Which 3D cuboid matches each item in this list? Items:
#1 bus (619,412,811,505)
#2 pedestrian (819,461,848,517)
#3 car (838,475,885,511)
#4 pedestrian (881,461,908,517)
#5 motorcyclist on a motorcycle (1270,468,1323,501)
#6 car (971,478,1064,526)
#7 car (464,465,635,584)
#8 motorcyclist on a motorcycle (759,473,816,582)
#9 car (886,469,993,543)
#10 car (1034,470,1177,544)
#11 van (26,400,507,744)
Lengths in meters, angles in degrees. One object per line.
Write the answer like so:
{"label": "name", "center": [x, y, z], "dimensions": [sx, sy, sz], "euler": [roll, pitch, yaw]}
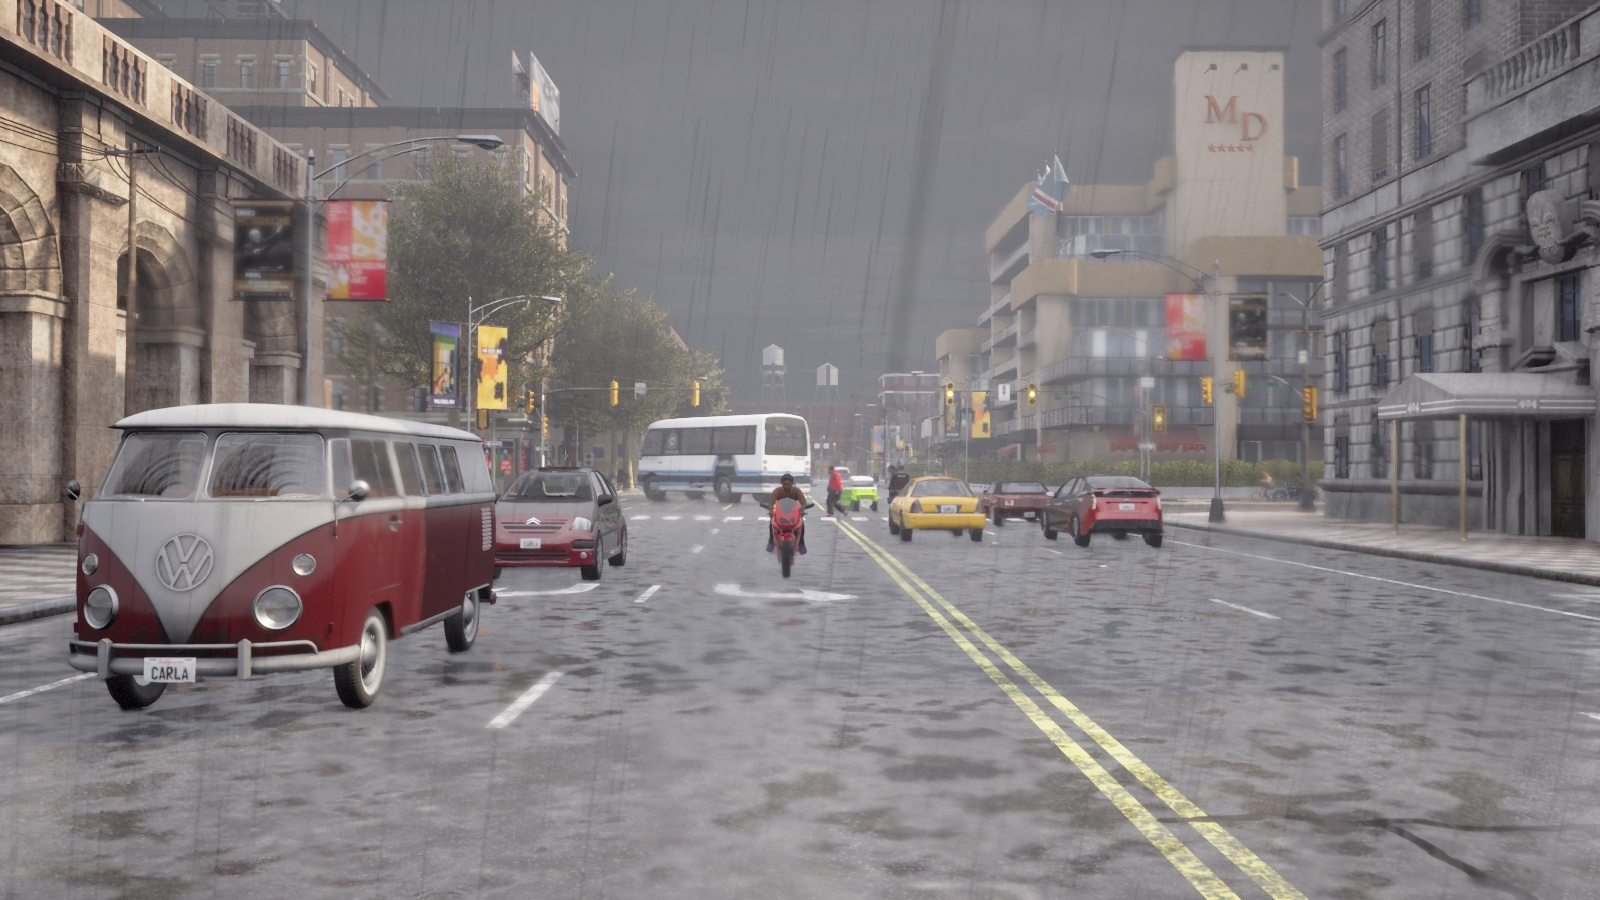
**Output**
{"label": "bus", "center": [-4.419, 0.511, 62.993], "dimensions": [3.944, 4.253, 10.273], "euler": [2, -2, -43]}
{"label": "pedestrian", "center": [1.112, 1.300, 41.659], "dimensions": [0.899, 1.844, 0.634], "euler": [0, -1, 5]}
{"label": "car", "center": [2.428, 1.698, 50.059], "dimensions": [1.481, 1.376, 2.207], "euler": [0, -1, -8]}
{"label": "pedestrian", "center": [3.141, 1.284, 41.772], "dimensions": [0.899, 1.844, 0.634], "euler": [0, -1, 3]}
{"label": "motorcyclist on a motorcycle", "center": [24.891, 1.721, 62.998], "dimensions": [2.350, 1.649, 0.766], "euler": [0, -1, -1]}
{"label": "car", "center": [6.496, 1.525, 37.953], "dimensions": [1.895, 1.301, 4.718], "euler": [0, -1, -1]}
{"label": "car", "center": [-3.690, 1.049, 19.162], "dimensions": [1.851, 1.617, 3.988], "euler": [0, -1, -1]}
{"label": "motorcyclist on a motorcycle", "center": [-0.183, 1.110, 18.655], "dimensions": [0.797, 1.523, 2.044], "euler": [0, -1, -1]}
{"label": "car", "center": [3.158, 1.233, 29.364], "dimensions": [1.801, 1.575, 5.366], "euler": [0, -1, -1]}
{"label": "car", "center": [6.685, 1.204, 27.997], "dimensions": [2.007, 1.525, 4.514], "euler": [0, -1, -1]}
{"label": "van", "center": [-3.607, 0.741, 9.502], "dimensions": [1.775, 1.987, 4.442], "euler": [0, -1, -1]}
